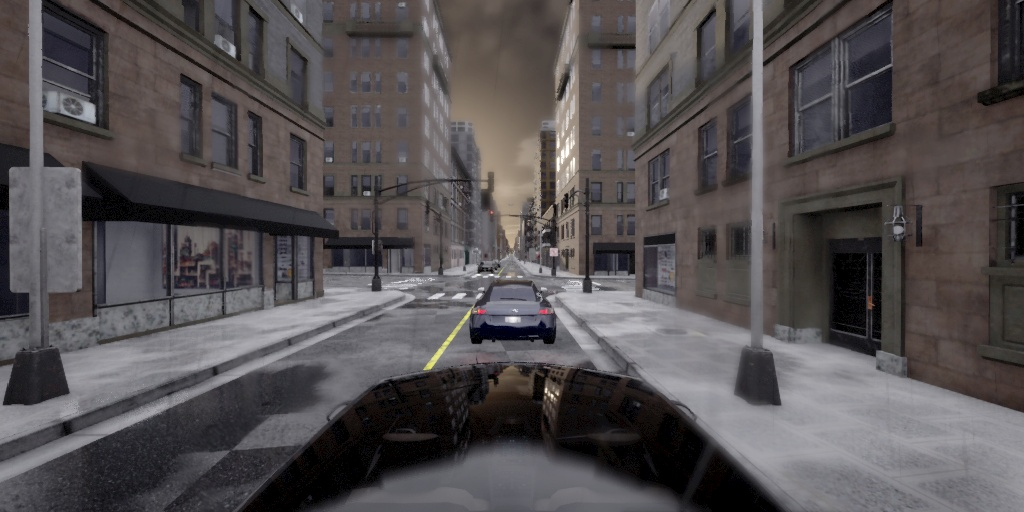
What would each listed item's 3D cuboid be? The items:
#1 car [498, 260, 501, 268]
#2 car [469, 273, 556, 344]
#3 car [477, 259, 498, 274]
[{"bbox_3d":[-3.061,1.370,52.854,2.033,1.411,5.357,0,0,0],"label":"car"},{"bbox_3d":[0.016,1.315,9.587,1.994,1.385,4.181,0,0,0],"label":"car"},{"bbox_3d":[-3.067,1.308,43.031,1.837,1.490,4.892,0,0,0],"label":"car"}]
